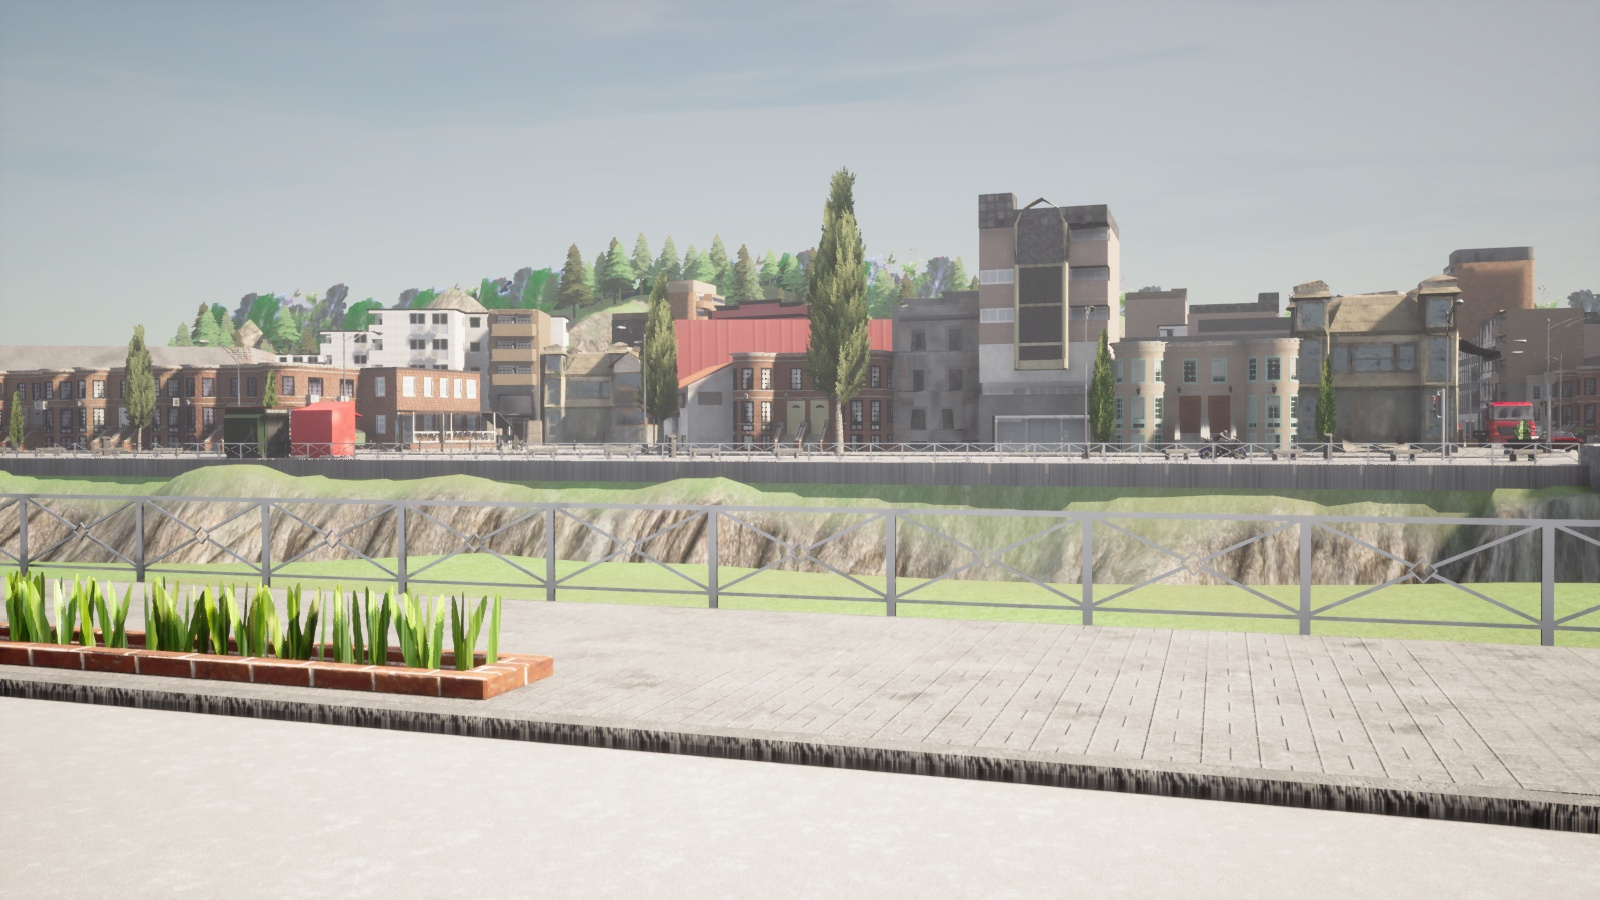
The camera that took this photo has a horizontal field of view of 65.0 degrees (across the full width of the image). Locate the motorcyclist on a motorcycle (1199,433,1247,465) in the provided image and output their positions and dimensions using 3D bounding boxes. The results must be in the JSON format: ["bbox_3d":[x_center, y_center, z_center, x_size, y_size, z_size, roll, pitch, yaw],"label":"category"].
[{"bbox_3d":[20.822,-0.050,61.831,2.191,1.530,0.866,1,1,19],"label":"motorcyclist on a motorcycle"}]

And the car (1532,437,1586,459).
[{"bbox_3d":[47.006,-0.143,77.846,1.895,1.301,4.718,1,1,19],"label":"car"}]
